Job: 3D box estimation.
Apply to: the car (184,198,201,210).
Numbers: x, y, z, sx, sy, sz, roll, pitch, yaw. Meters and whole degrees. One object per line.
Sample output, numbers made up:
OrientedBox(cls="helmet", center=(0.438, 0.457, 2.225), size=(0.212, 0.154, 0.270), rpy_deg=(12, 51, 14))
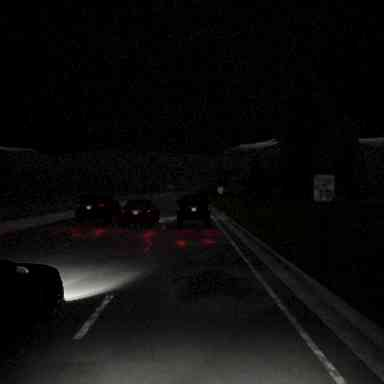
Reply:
OrientedBox(cls="car", center=(-0.011, 1.437, 41.623), size=(1.994, 1.385, 4.181), rpy_deg=(0, 0, -1))

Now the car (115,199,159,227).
OrientedBox(cls="car", center=(-3.387, 1.284, 22.140), size=(2.097, 1.767, 4.553), rpy_deg=(0, 0, 0))

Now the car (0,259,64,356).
OrientedBox(cls="car", center=(-3.388, 1.549, 4.580), size=(1.994, 1.385, 4.181), rpy_deg=(0, 0, 0))

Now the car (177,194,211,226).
OrientedBox(cls="car", center=(0.113, 1.153, 23.109), size=(2.150, 2.045, 5.566), rpy_deg=(0, 0, 0))

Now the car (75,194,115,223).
OrientedBox(cls="car", center=(-6.886, 1.145, 24.860), size=(2.150, 2.045, 5.566), rpy_deg=(0, 0, 0))
